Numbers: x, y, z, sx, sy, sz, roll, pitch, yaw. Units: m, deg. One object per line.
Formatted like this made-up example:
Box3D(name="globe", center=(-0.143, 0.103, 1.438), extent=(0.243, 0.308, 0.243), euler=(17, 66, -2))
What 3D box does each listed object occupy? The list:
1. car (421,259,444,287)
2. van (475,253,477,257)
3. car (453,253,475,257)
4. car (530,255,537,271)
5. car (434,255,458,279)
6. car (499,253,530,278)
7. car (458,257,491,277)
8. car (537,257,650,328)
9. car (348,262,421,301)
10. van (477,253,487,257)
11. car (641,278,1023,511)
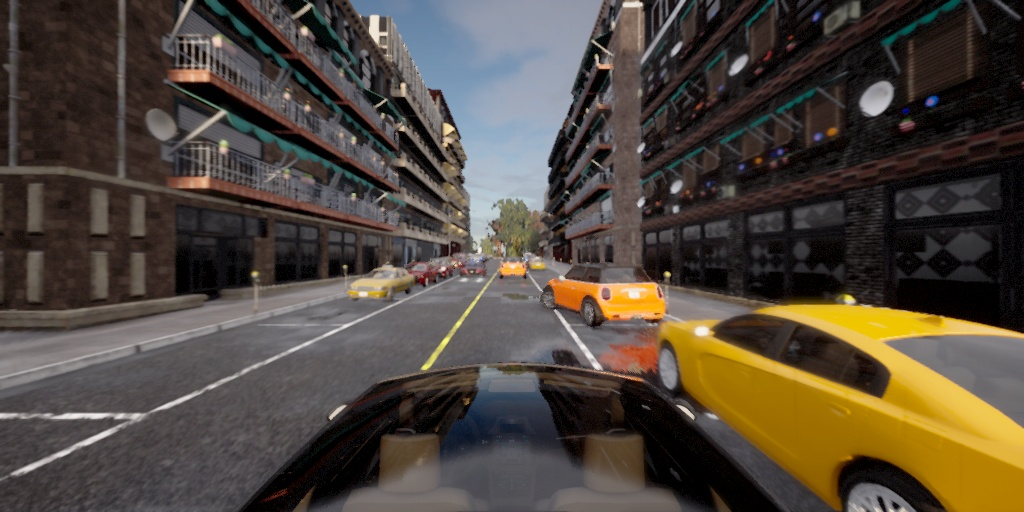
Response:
Box3D(name="car", center=(-5.683, 1.062, 21.950), extent=(1.888, 1.381, 4.507), euler=(0, 0, 0))
Box3D(name="van", center=(-5.676, 0.602, 44.595), extent=(1.690, 1.789, 3.998), euler=(0, 0, 0))
Box3D(name="car", center=(-5.678, 0.639, 38.935), extent=(2.192, 1.841, 5.009), euler=(0, 0, 0))
Box3D(name="car", center=(2.705, 0.850, 39.064), extent=(1.751, 1.417, 4.829), euler=(0, 0, 0))
Box3D(name="car", center=(-5.681, 0.892, 27.612), extent=(1.967, 1.591, 4.097), euler=(0, 0, 0))
Box3D(name="car", center=(0.084, 0.792, 28.728), extent=(2.097, 1.767, 4.553), euler=(0, 1, 0))
Box3D(name="car", center=(-3.083, 0.995, 29.477), extent=(1.994, 1.385, 4.181), euler=(0, 1, 0))
Box3D(name="car", center=(2.605, 0.991, 11.277), extent=(2.097, 1.767, 4.553), euler=(0, 1, -15))
Box3D(name="car", center=(-5.685, 1.107, 16.120), extent=(1.751, 1.417, 4.829), euler=(0, 0, 0))
Box3D(name="van", center=(-5.670, 0.411, 61.579), extent=(1.690, 1.789, 3.998), euler=(0, 0, 0))
Box3D(name="car", center=(3.141, 1.207, 3.509), extent=(1.882, 1.535, 5.008), euler=(0, 1, 0))
